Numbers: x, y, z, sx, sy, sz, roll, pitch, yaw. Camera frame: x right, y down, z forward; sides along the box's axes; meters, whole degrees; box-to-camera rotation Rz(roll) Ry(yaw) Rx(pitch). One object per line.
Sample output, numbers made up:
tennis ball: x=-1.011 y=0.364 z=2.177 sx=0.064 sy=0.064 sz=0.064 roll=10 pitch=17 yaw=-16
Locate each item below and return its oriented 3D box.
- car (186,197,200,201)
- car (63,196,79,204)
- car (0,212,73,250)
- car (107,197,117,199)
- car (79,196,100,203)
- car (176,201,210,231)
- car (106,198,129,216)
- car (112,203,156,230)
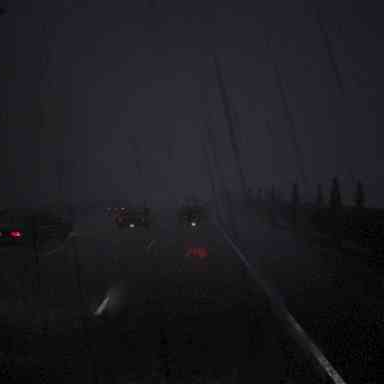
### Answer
car: x=0.079 y=1.373 z=37.758 sx=2.097 sy=1.767 sz=4.553 roll=0 pitch=0 yaw=0
car: x=-21.072 y=1.525 z=58.628 sx=2.128 sy=1.511 sz=4.902 roll=0 pitch=0 yaw=1
car: x=-6.908 y=1.555 z=14.350 sx=2.033 sy=1.411 sz=5.357 roll=0 pitch=0 yaw=0
car: x=-14.080 y=1.558 z=58.675 sx=1.812 sy=1.442 sz=4.674 roll=0 pitch=0 yaw=1
car: x=-17.575 y=1.525 z=58.643 sx=2.128 sy=1.511 sz=4.902 roll=0 pitch=0 yaw=1
car: x=0.088 y=1.517 z=20.777 sx=1.837 sy=1.490 sz=4.892 roll=0 pitch=0 yaw=0
car: x=-6.918 y=1.566 z=32.661 sx=2.033 sy=1.411 sz=5.357 roll=0 pitch=0 yaw=0
car: x=-3.411 y=1.613 z=21.113 sx=1.895 sy=1.301 sz=4.718 roll=0 pitch=0 yaw=0
